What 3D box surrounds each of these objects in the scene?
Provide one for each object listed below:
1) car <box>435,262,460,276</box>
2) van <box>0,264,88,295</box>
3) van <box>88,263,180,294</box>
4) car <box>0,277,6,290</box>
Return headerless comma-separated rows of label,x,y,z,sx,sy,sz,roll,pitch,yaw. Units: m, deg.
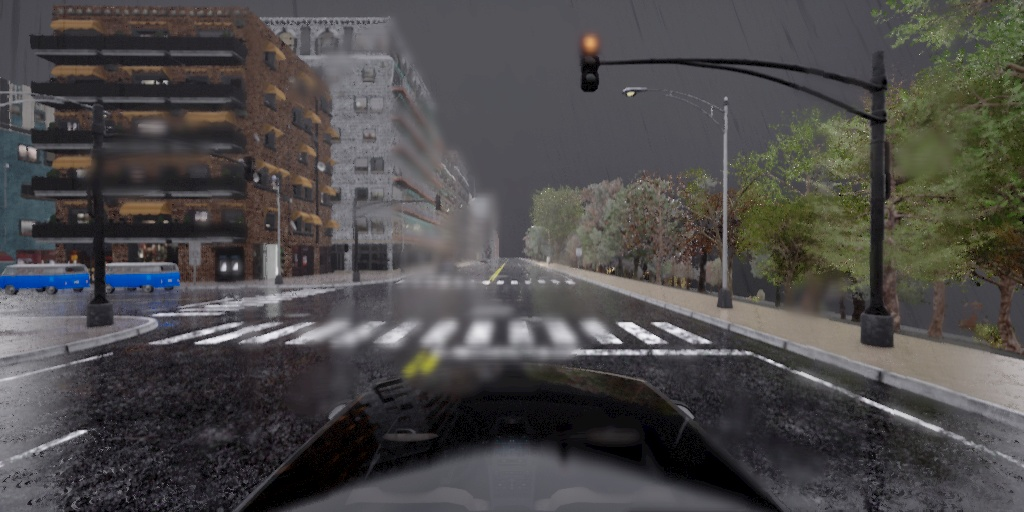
car,-6.569,1.296,36.691,1.994,1.385,4.181,0,1,0
van,-28.360,1.385,21.817,3.998,1.789,1.690,0,0,-1
van,-22.759,1.311,21.905,3.998,1.789,1.690,0,0,-1
car,-22.655,1.600,13.559,4.207,1.307,1.802,0,0,-1
